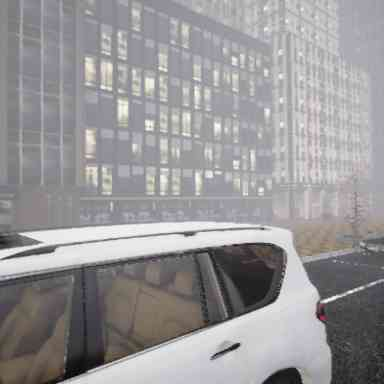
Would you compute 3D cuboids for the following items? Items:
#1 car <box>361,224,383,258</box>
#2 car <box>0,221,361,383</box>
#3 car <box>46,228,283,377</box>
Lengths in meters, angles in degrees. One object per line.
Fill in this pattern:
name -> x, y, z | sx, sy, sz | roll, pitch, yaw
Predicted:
car -> 8.292, 1.883, 13.242 | 4.403, 1.369, 2.008 | 1, -2, -39
car -> -1.210, 1.317, 2.376 | 5.566, 2.045, 2.150 | 1, -2, -39
car -> -0.349, 1.650, 6.366 | 4.097, 1.590, 1.967 | 1, -2, -39
